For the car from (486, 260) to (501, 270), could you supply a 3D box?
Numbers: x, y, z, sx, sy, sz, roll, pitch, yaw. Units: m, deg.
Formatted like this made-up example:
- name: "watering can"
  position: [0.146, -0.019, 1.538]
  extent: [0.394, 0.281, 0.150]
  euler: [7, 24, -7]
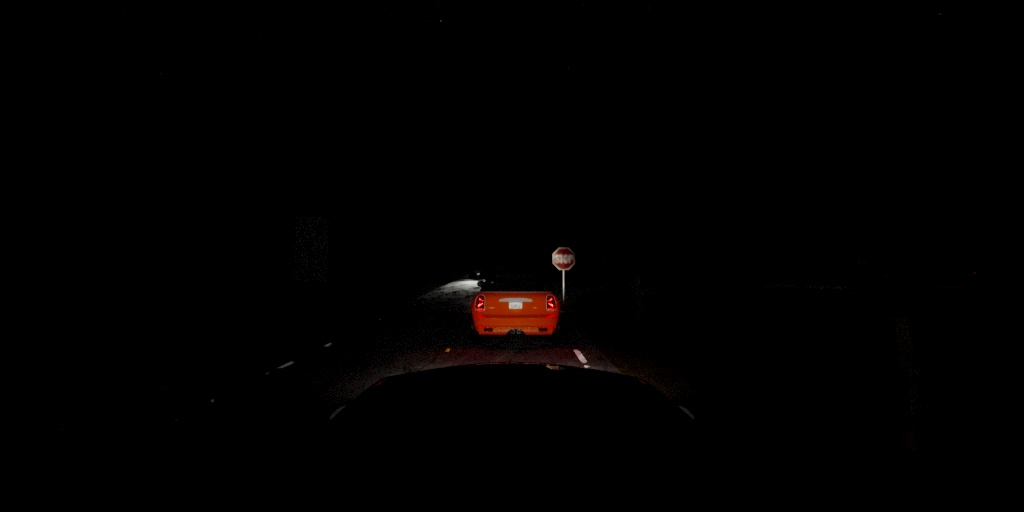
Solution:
- name: "car"
  position: [-2.905, 1.454, 57.789]
  extent: [2.128, 1.511, 4.902]
  euler: [0, 0, 1]

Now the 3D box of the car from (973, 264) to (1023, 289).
- name: "car"
  position: [32.438, 1.256, 22.651]
  extent: [5.008, 1.535, 1.882]
  euler: [0, -2, 0]

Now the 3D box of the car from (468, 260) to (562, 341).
- name: "car"
  position: [0.081, 1.110, 10.004]
  extent: [2.097, 1.767, 4.553]
  euler: [0, 0, 0]

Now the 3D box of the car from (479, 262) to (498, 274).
- name: "car"
  position: [-2.909, 1.436, 45.211]
  extent: [1.994, 1.385, 4.181]
  euler: [0, 0, 1]

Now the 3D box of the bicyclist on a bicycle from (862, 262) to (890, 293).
- name: "bicyclist on a bicycle"
  position: [19.882, 1.165, 19.560]
  extent: [0.582, 1.620, 1.656]
  euler: [0, 0, 0]

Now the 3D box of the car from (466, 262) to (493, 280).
- name: "car"
  position: [-2.902, 1.299, 33.218]
  extent: [2.128, 1.511, 4.902]
  euler: [0, 0, 0]
